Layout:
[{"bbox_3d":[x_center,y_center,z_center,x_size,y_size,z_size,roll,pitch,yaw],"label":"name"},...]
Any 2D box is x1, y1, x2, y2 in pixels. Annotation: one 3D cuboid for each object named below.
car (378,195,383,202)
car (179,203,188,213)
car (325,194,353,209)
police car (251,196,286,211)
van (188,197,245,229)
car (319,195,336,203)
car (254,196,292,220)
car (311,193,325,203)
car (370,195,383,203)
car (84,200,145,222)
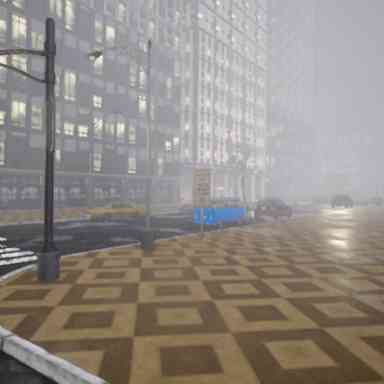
[{"bbox_3d":[44.017,1.447,76.006,1.967,1.590,4.097,1,0,38],"label":"car"},{"bbox_3d":[0.507,1.383,32.253,1.802,1.307,4.206,1,0,37],"label":"car"},{"bbox_3d":[20.308,1.251,45.109,2.192,1.841,5.009,1,0,38],"label":"car"},{"bbox_3d":[9.114,1.273,39.252,1.930,1.638,5.238,1,1,38],"label":"police car"},{"bbox_3d":[1.807,1.240,20.817,1.690,1.788,3.998,1,0,37],"label":"van"},{"bbox_3d":[27.604,1.420,67.563,2.008,1.369,4.403,1,0,38],"label":"car"},{"bbox_3d":[6.759,1.347,27.454,1.967,1.590,4.097,1,0,38],"label":"car"},{"bbox_3d":[24.220,1.174,63.149,2.192,1.841,5.009,1,0,38],"label":"car"},{"bbox_3d":[37.241,1.551,67.179,1.947,1.339,4.313,1,0,38],"label":"car"},{"bbox_3d":[-5.589,1.314,24.521,1.752,1.417,4.829,1,0,37],"label":"car"}]
